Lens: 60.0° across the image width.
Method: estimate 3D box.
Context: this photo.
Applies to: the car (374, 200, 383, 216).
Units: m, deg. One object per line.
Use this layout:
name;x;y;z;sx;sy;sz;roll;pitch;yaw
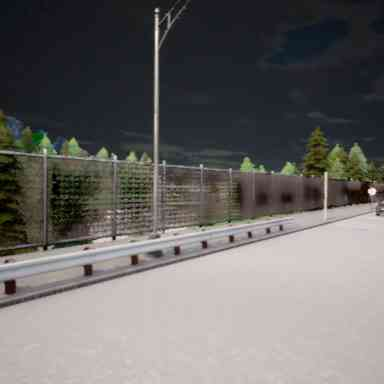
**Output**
car;16.827;1.256;27.902;1.812;1.442;4.674;1;1;39
